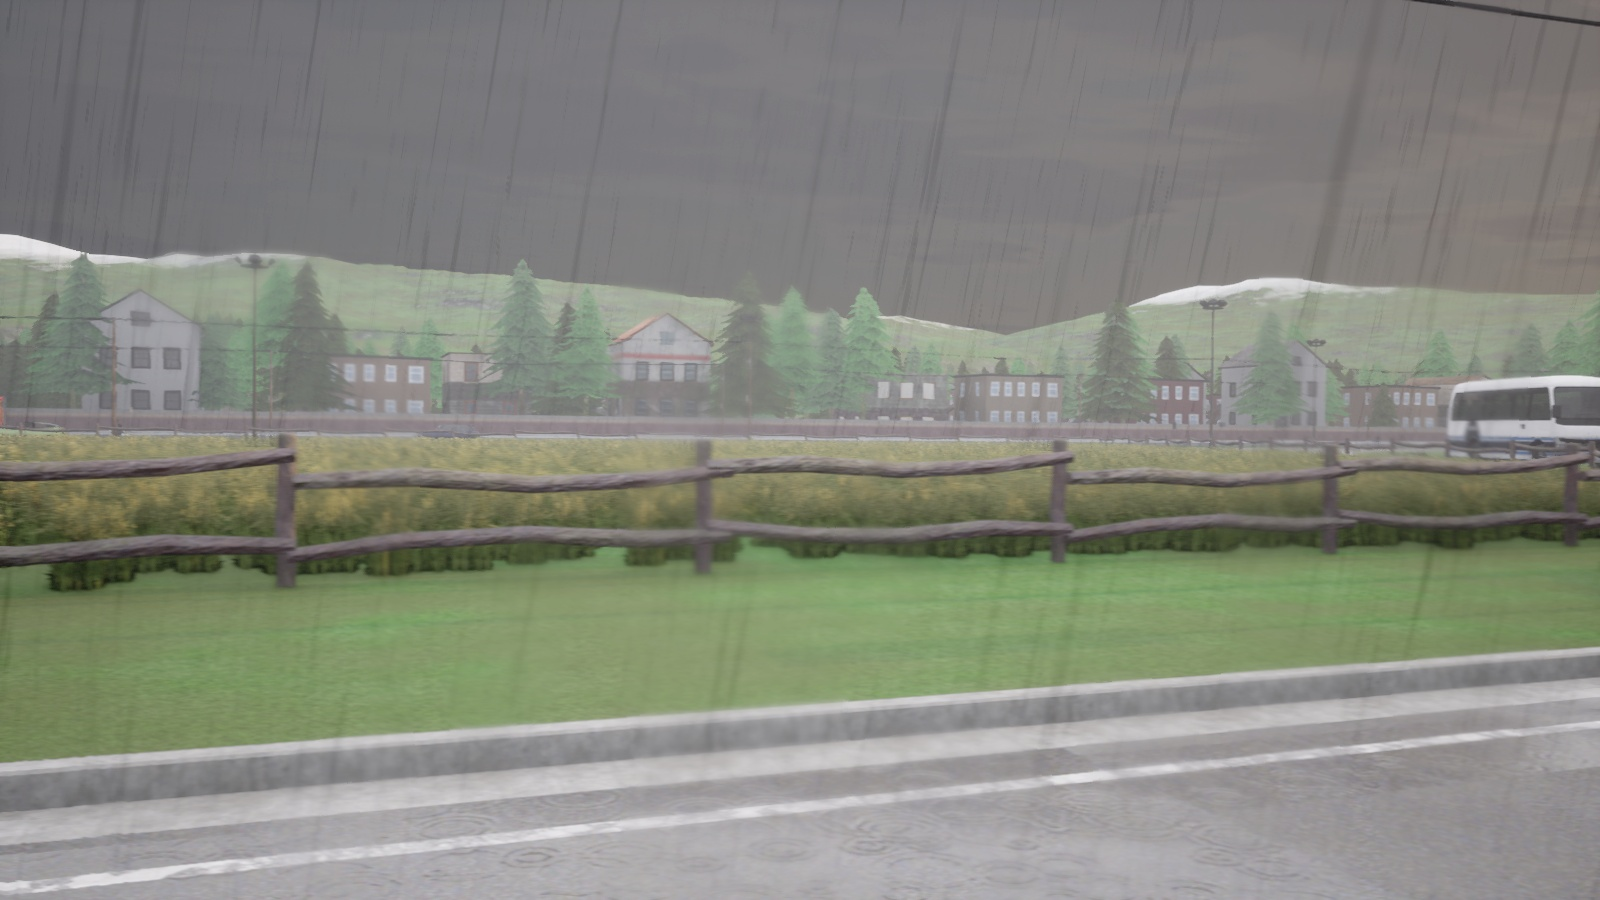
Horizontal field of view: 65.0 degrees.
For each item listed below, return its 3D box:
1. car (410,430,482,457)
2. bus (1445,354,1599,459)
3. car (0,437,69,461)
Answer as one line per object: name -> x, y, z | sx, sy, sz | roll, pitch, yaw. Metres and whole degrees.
car -> -24.226, -0.484, 86.016 | 4.553, 1.767, 2.097 | -1, 1, -21
bus -> 33.400, -1.875, 56.505 | 3.944, 4.253, 10.273 | -1, 1, 3
car -> -51.286, -0.052, 83.359 | 4.514, 1.525, 2.007 | -1, 1, -21
